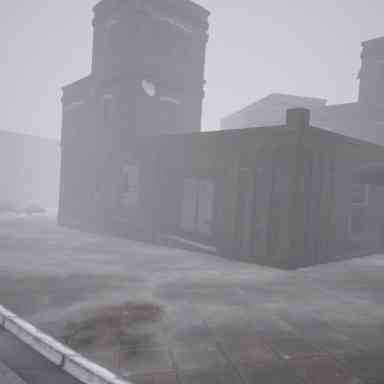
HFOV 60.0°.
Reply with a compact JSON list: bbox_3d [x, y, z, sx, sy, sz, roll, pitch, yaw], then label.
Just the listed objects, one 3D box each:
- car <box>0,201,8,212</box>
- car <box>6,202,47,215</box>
[{"bbox_3d":[-23.948,1.850,41.572,2.033,1.411,5.357,4,-1,2],"label":"car"},{"bbox_3d":[-20.242,2.105,41.608,2.033,1.411,5.357,4,-2,3],"label":"car"}]
